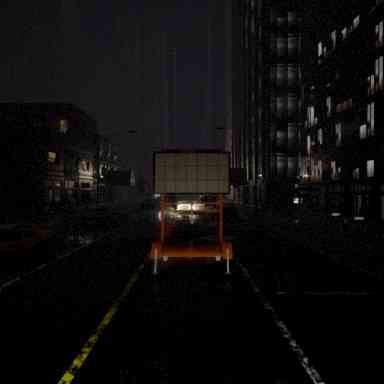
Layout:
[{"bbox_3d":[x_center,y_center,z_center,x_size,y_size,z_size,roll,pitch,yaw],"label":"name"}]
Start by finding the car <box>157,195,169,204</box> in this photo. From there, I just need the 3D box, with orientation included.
[{"bbox_3d":[-5.732,1.469,65.177,1.967,1.590,4.097,0,0,0],"label":"car"}]

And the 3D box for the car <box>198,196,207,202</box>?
[{"bbox_3d":[2.639,1.595,81.759,2.008,1.369,4.403,0,0,0],"label":"car"}]

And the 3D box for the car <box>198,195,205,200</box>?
[{"bbox_3d":[2.632,1.581,92.976,1.752,1.417,4.829,0,0,0],"label":"car"}]

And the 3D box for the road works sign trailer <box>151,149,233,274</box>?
[{"bbox_3d":[-0.006,0.465,10.533,2.380,3.560,2.880,0,0,0],"label":"road works sign trailer"}]

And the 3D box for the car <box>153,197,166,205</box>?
[{"bbox_3d":[-5.728,1.590,59.653,1.947,1.339,4.313,0,0,0],"label":"car"}]

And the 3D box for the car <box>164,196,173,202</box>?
[{"bbox_3d":[-5.741,1.626,81.750,1.802,1.307,4.206,0,0,0],"label":"car"}]

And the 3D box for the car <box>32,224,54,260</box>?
[{"bbox_3d":[-5.698,1.526,9.765,1.752,1.417,4.829,0,0,0],"label":"car"}]

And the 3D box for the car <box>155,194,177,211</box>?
[{"bbox_3d":[-3.024,1.232,42.026,2.150,2.045,5.566,0,0,0],"label":"car"}]

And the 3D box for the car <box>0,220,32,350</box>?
[{"bbox_3d":[-3.102,1.221,1.367,2.150,2.045,5.566,0,0,0],"label":"car"}]

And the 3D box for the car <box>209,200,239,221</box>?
[{"bbox_3d":[2.672,1.554,26.516,2.008,1.369,4.403,0,0,0],"label":"car"}]

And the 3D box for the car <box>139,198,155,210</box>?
[{"bbox_3d":[-5.719,1.562,43.081,2.008,1.369,4.403,0,0,0],"label":"car"}]

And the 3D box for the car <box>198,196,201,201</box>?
[{"bbox_3d":[2.648,1.555,65.355,1.752,1.417,4.829,0,0,0],"label":"car"}]

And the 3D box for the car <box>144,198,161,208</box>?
[{"bbox_3d":[-5.722,1.560,48.605,1.887,1.381,4.507,0,0,0],"label":"car"}]

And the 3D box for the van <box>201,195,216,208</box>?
[{"bbox_3d":[2.657,1.356,48.613,1.690,1.788,3.998,0,0,0],"label":"van"}]

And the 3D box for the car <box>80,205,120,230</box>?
[{"bbox_3d":[-5.705,1.553,20.985,2.008,1.369,4.403,0,0,0],"label":"car"}]
